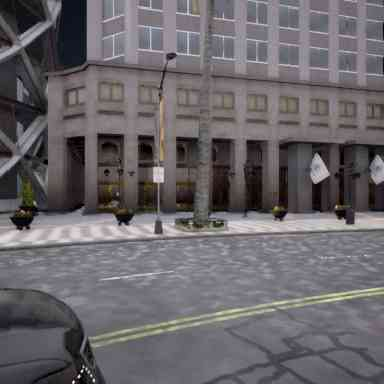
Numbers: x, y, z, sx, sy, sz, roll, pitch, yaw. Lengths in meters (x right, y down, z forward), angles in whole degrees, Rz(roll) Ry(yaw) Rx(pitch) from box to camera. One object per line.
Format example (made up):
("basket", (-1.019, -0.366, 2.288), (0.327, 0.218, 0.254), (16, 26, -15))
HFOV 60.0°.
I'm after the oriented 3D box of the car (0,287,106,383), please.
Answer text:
("car", (-3.172, 1.221, 1.407), (5.566, 2.045, 2.150), (0, 0, -36))
